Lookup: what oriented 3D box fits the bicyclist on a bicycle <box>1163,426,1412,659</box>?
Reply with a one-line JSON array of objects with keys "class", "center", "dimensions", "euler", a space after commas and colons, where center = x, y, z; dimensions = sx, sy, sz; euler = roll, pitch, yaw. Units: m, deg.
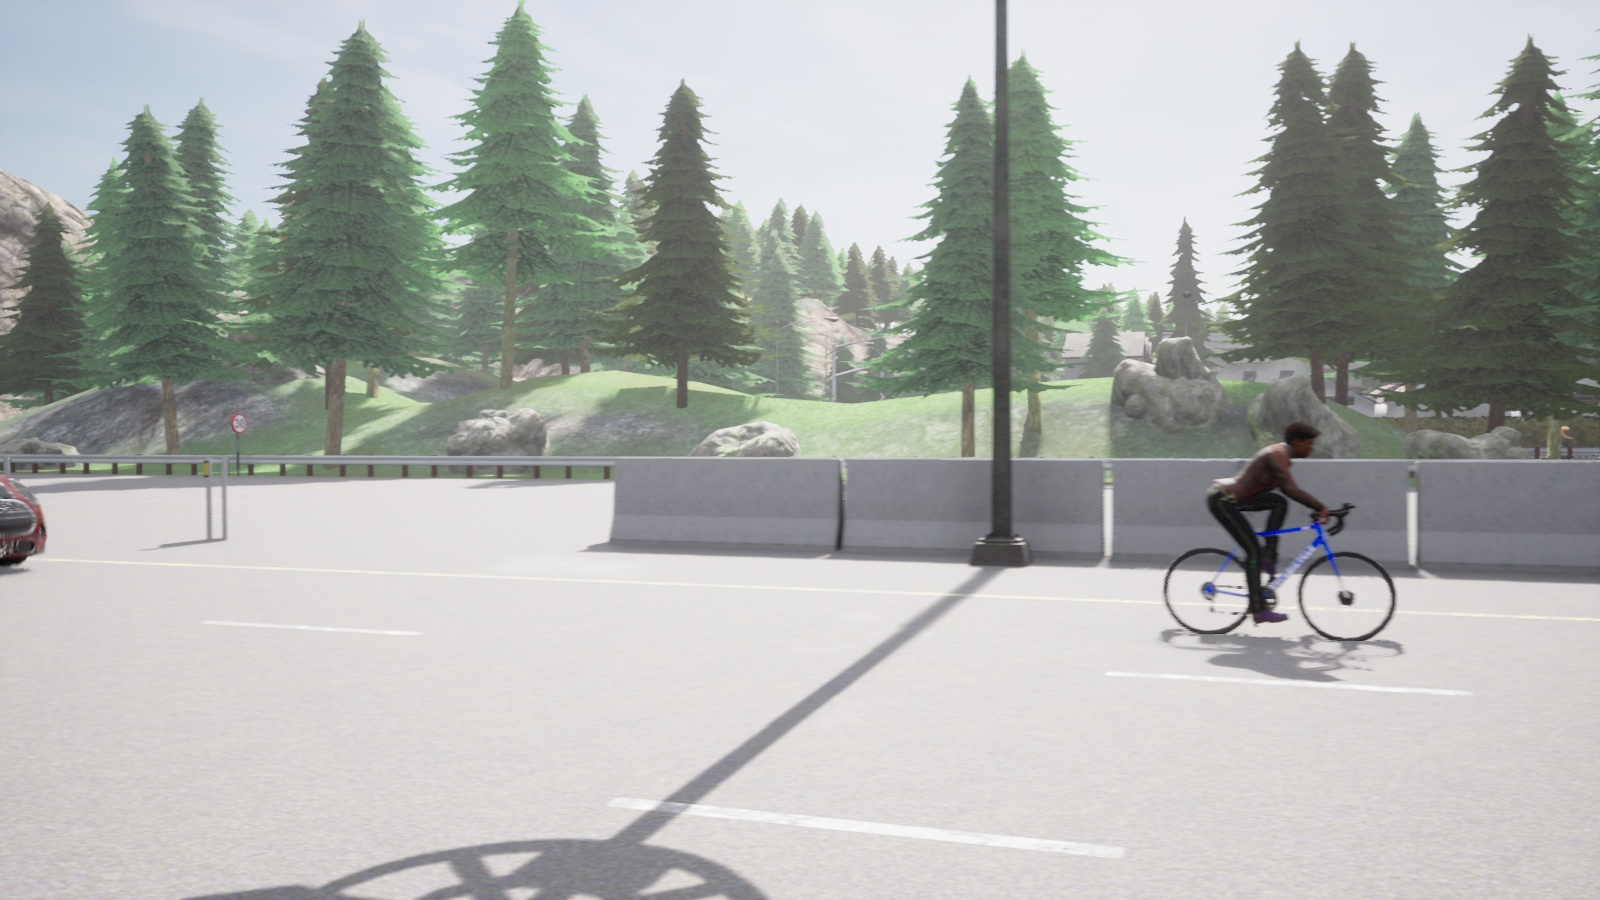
[{"class": "bicyclist on a bicycle", "center": [3.595, 0.643, 9.368], "dimensions": [1.656, 1.620, 0.582], "euler": [1, 1, 19]}]

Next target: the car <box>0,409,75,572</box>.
[{"class": "car", "center": [-10.867, 0.415, 14.233], "dimensions": [4.553, 1.767, 2.097], "euler": [1, 1, 19]}]
